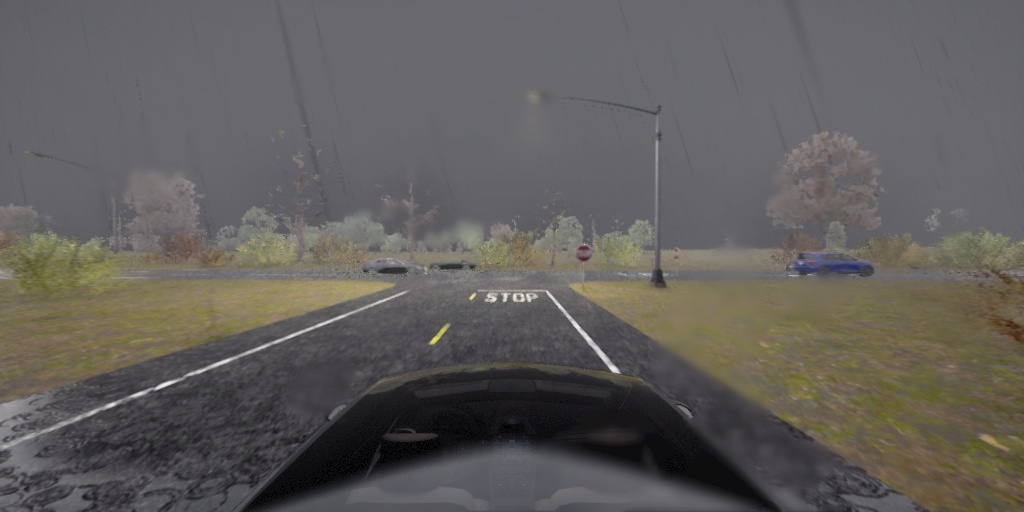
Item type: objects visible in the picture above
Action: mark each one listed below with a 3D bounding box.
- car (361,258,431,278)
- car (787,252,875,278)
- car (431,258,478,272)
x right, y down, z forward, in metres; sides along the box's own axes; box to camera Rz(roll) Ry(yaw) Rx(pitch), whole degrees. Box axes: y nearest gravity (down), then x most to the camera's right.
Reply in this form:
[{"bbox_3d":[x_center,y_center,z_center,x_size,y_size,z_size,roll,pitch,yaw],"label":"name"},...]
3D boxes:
[{"bbox_3d":[-9.227,0.872,28.143,4.902,1.511,2.128,0,1,-2],"label":"car"},{"bbox_3d":[25.999,0.710,29.083,5.566,2.045,2.150,0,1,-2],"label":"car"},{"bbox_3d":[-5.763,0.889,35.235,4.718,1.301,1.895,0,1,-1],"label":"car"}]
